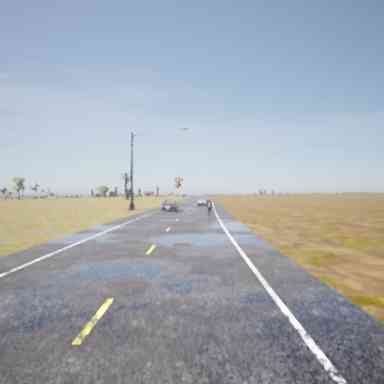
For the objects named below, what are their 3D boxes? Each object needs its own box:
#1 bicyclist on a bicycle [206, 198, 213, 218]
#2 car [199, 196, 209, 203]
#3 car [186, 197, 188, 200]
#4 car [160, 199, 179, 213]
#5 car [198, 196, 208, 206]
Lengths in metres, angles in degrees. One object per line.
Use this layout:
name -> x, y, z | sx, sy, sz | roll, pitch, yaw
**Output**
bicyclist on a bicycle -> 1.525, 1.522, 28.703 | 0.582, 1.620, 1.656 | 0, 0, 2
car -> 2.709, 1.713, 75.126 | 2.128, 1.511, 4.902 | 0, 0, 2
car -> -0.599, 1.413, 79.866 | 1.895, 1.301, 4.718 | 0, 0, 2
car -> -2.584, 1.586, 39.311 | 2.128, 1.511, 4.902 | 0, 0, 3
car -> 1.952, 1.740, 57.251 | 1.895, 1.301, 4.718 | 0, 0, 3
